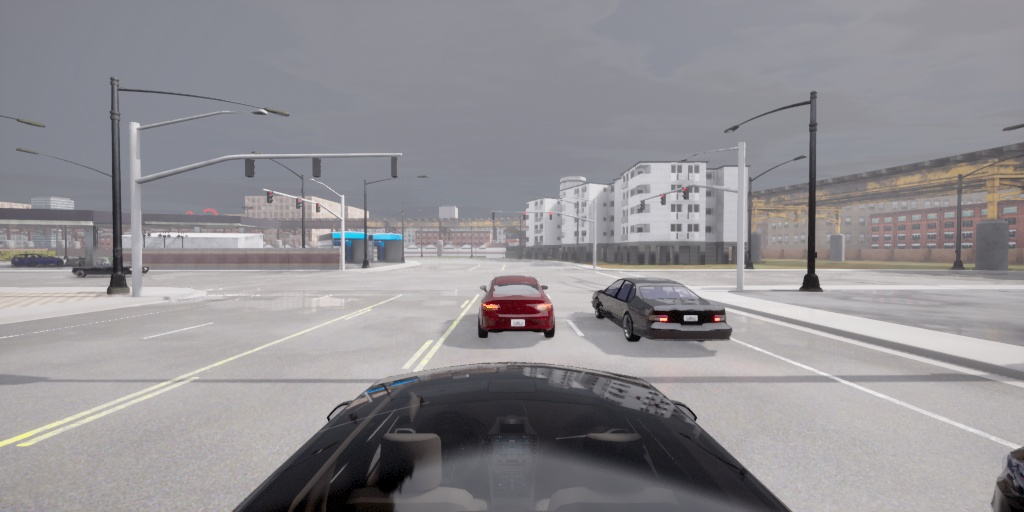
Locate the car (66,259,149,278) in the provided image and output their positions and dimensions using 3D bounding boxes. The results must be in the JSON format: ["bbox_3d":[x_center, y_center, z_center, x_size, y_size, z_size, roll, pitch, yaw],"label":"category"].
[{"bbox_3d":[-33.776,1.136,30.175,4.718,1.301,1.895,0,1,-1],"label":"car"}]

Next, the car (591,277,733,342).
[{"bbox_3d":[3.581,1.283,9.704,2.033,1.411,5.357,0,0,0],"label":"car"}]

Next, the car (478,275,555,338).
[{"bbox_3d":[0.070,1.257,9.988,1.812,1.442,4.674,0,0,-1],"label":"car"}]
